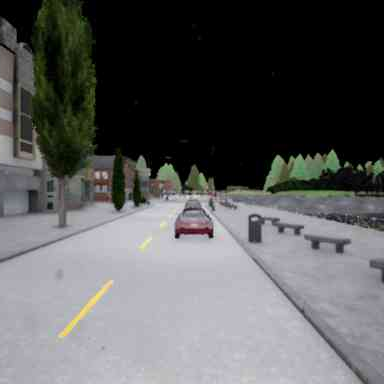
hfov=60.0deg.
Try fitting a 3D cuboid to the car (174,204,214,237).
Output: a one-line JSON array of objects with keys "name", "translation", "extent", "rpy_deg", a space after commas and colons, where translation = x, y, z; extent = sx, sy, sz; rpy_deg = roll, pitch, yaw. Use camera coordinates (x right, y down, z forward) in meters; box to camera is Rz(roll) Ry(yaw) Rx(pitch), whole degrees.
[{"name": "car", "translation": [0.106, 1.552, 17.817], "extent": [1.994, 1.385, 4.181], "rpy_deg": [0, 0, 0]}]

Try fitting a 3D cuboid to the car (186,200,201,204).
[{"name": "car", "translation": [0.112, 1.526, 35.045], "extent": [2.033, 1.411, 5.357], "rpy_deg": [0, 0, 0]}]
